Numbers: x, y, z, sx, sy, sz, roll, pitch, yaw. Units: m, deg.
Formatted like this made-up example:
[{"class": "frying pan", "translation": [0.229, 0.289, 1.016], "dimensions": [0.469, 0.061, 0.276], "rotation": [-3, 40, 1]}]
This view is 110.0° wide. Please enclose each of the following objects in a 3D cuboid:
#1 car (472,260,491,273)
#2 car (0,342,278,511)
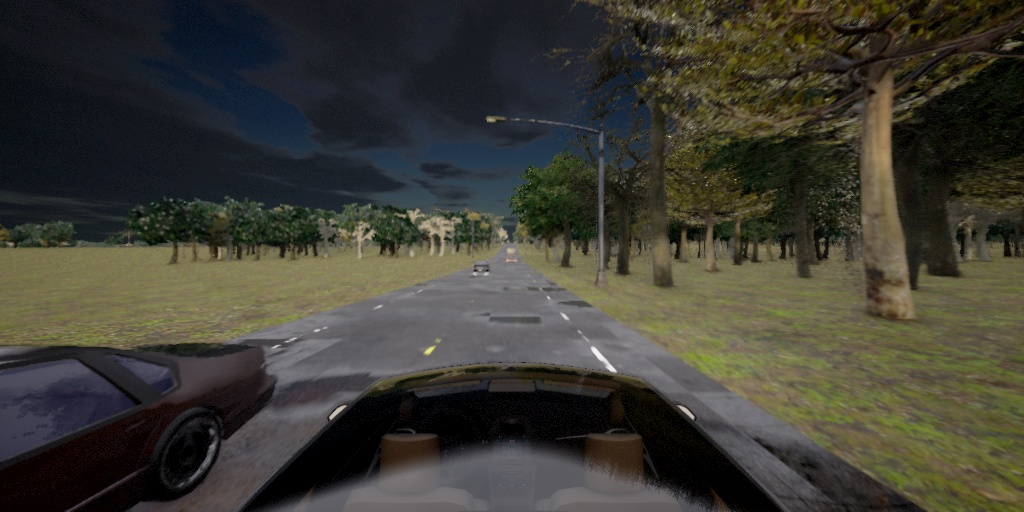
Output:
[{"class": "car", "translation": [-3.554, 1.236, 42.931], "dimensions": [2.033, 1.411, 5.357], "rotation": [0, 0, 1]}, {"class": "car", "translation": [-3.599, 1.297, 1.707], "dimensions": [2.033, 1.411, 5.357], "rotation": [0, 0, 0]}]
